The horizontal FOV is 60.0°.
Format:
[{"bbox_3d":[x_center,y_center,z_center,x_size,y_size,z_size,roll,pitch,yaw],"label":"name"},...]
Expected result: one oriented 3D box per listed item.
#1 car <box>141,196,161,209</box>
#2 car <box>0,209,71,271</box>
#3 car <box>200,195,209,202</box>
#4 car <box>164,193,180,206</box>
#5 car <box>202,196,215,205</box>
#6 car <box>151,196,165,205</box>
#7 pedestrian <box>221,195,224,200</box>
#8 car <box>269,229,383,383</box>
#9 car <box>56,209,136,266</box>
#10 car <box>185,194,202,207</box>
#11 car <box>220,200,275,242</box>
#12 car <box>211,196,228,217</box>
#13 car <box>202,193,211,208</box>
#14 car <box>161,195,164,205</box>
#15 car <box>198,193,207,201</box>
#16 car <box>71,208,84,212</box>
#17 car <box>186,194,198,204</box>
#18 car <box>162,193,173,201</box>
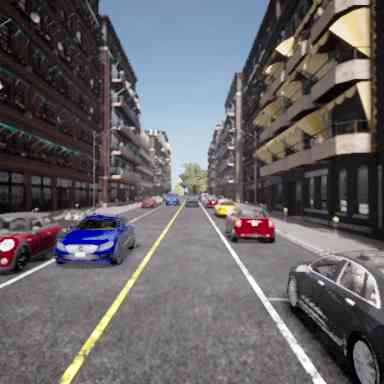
[{"bbox_3d":[-5.691,1.452,44.576,1.887,1.381,4.507,1,0,0],"label":"car"},{"bbox_3d":[-5.681,1.416,10.606,1.967,1.590,4.097,1,0,0],"label":"car"},{"bbox_3d":[2.682,1.437,72.845,1.802,1.307,4.206,1,0,0],"label":"car"},{"bbox_3d":[-3.079,1.112,52.768,2.150,2.045,5.566,0,0,0],"label":"car"},{"bbox_3d":[2.687,1.436,55.861,2.008,1.369,4.403,1,0,0],"label":"car"},{"bbox_3d":[-5.693,1.410,55.729,1.752,1.417,4.829,1,0,0],"label":"car"},{"bbox_3d":[2.990,1.225,32.976,0.375,1.860,0.375,1,-1,-3],"label":"pedestrian"},{"bbox_3d":[2.699,1.540,4.906,2.008,1.369,4.403,1,0,0],"label":"car"},{"bbox_3d":[-3.115,1.500,11.620,1.812,1.442,4.674,0,0,0],"label":"car"},{"bbox_3d":[0.031,1.393,48.133,2.128,1.511,4.902,0,0,0],"label":"car"},{"bbox_3d":[2.698,1.405,16.228,1.967,1.590,4.097,1,0,0],"label":"car"},{"bbox_3d":[2.991,1.393,29.969,1.801,1.575,5.366,0,0,0],"label":"car"},{"bbox_3d":[2.691,1.348,44.538,1.967,1.590,4.097,1,0,0],"label":"car"},{"bbox_3d":[-5.692,1.421,50.067,1.752,1.417,4.829,1,0,0],"label":"car"},{"bbox_3d":[2.683,1.152,84.168,2.192,1.841,5.009,1,0,0],"label":"car"},{"bbox_3d":[-5.684,1.515,16.267,2.008,1.369,4.403,1,0,0],"label":"car"},{"bbox_3d":[-0.016,1.227,61.629,2.097,1.767,4.553,0,0,0],"label":"car"},{"bbox_3d":[-5.696,1.160,78.545,2.192,1.841,5.009,1,0,0],"label":"car"}]
